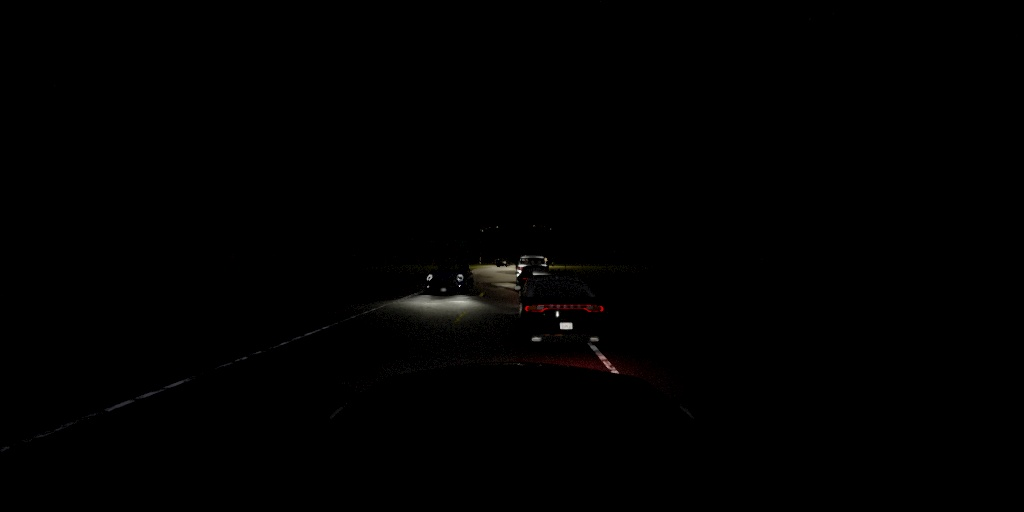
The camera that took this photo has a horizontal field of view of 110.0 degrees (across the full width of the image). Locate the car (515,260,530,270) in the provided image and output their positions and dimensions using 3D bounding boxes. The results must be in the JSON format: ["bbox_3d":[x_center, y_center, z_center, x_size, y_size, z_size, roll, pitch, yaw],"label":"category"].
[{"bbox_3d":[1.551,1.281,52.783,1.994,1.385,4.181,0,0,4],"label":"car"}]

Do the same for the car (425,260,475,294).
[{"bbox_3d":[-3.370,1.100,20.120,2.097,1.767,4.553,0,0,1],"label":"car"}]

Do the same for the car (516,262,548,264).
[{"bbox_3d":[1.247,1.253,19.511,1.837,1.490,4.892,0,0,1],"label":"car"}]

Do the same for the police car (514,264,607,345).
[{"bbox_3d":[1.095,1.175,9.651,1.930,1.638,5.238,0,0,1],"label":"police car"}]

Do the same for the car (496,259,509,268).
[{"bbox_3d":[-1.599,1.213,61.004,1.837,1.490,4.892,0,0,4],"label":"car"}]

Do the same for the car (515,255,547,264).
[{"bbox_3d":[1.391,0.968,25.521,2.150,2.045,5.566,0,0,2],"label":"car"}]
